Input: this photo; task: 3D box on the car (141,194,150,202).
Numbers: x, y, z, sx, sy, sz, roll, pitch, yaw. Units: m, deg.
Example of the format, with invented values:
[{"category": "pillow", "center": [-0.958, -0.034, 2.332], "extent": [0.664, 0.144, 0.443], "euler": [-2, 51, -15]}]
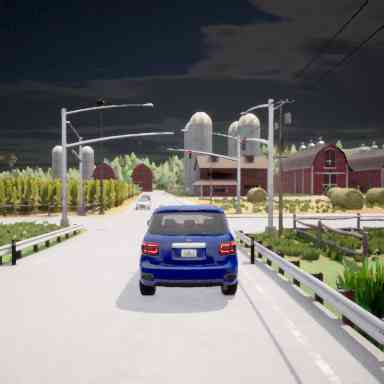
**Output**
[{"category": "car", "center": [-9.203, 1.185, 66.229], "extent": [1.812, 1.442, 4.674], "euler": [0, 1, -7]}]

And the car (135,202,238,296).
[{"category": "car", "center": [-0.110, 1.370, 9.166], "extent": [2.150, 2.045, 5.566], "euler": [0, -2, -1]}]

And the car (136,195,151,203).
[{"category": "car", "center": [-6.407, 1.531, 43.820], "extent": [1.812, 1.442, 4.674], "euler": [0, 1, -7]}]
